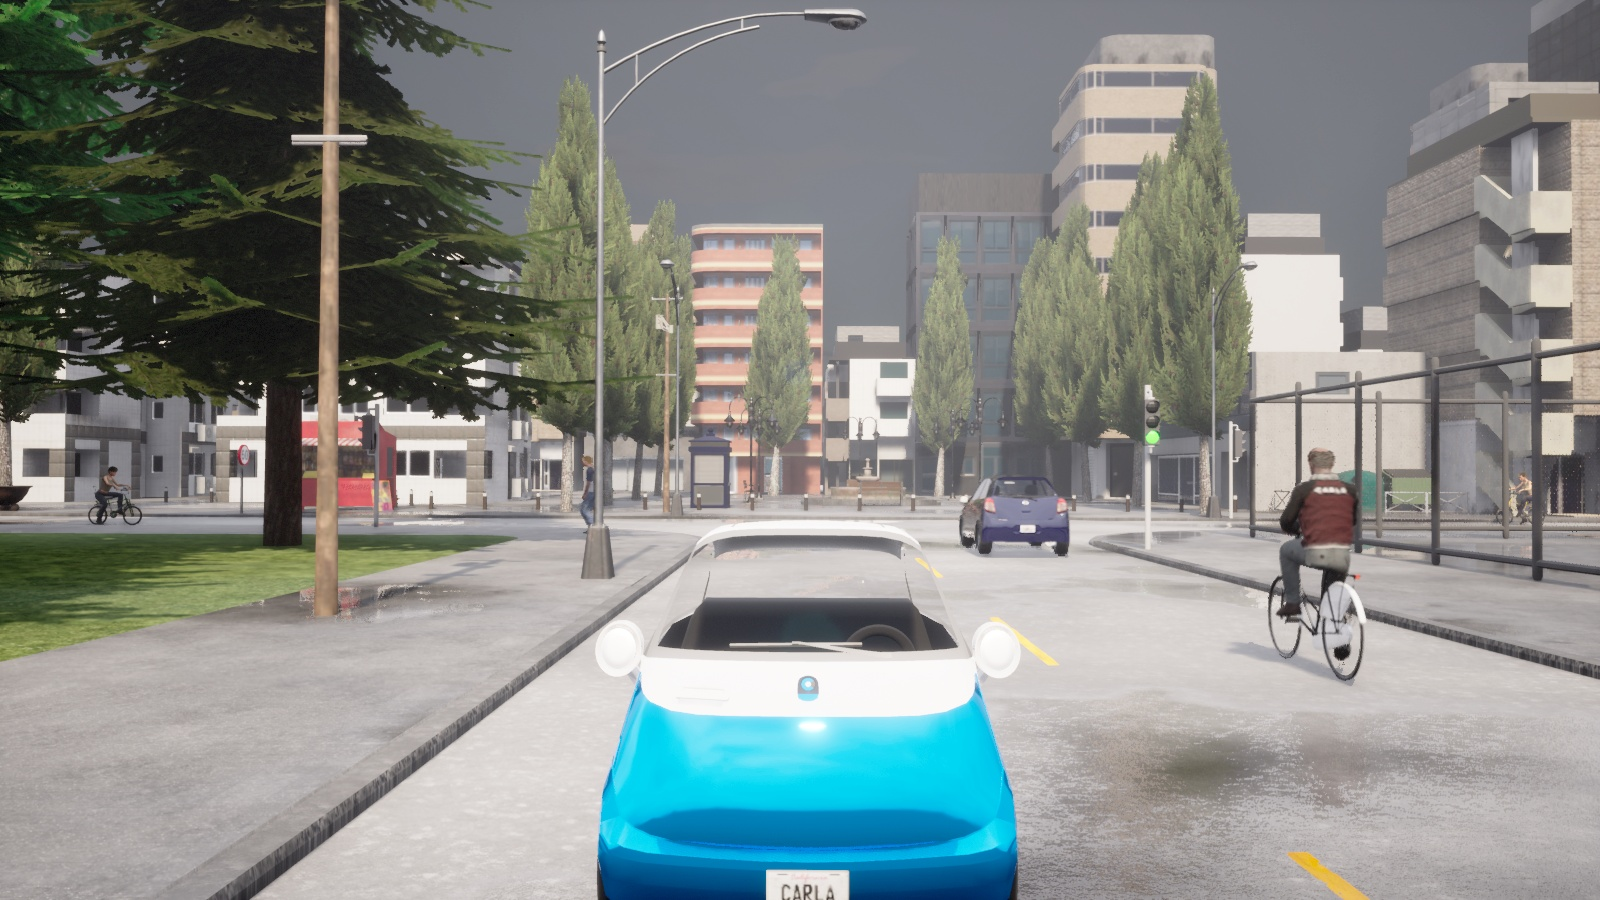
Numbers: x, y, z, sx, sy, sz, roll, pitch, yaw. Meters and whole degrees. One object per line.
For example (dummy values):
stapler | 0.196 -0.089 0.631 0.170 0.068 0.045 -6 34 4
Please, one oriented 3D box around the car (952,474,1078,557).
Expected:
car | 4.116 1.224 24.574 1.845 1.501 3.633 0 -1 0

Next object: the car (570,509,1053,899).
car | 0.037 0.953 4.965 1.481 1.376 2.207 0 -1 0

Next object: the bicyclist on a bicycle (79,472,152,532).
bicyclist on a bicycle | -18.738 1.402 34.391 1.509 1.612 0.866 0 -1 1

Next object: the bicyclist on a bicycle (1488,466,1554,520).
bicyclist on a bicycle | 21.948 1.304 38.248 1.509 1.612 0.866 0 -1 0

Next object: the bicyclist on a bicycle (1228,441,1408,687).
bicyclist on a bicycle | 4.057 0.837 10.000 0.659 1.776 1.843 0 -1 0

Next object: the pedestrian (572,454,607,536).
pedestrian | -4.804 1.023 28.656 0.706 1.836 0.354 0 -1 8
